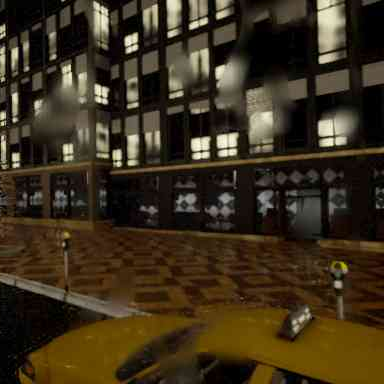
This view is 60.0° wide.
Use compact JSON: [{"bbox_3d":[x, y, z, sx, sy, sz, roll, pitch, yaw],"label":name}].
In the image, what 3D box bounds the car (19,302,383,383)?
[{"bbox_3d":[0.525,1.530,2.514,4.829,1.417,1.752,0,-1,35],"label":"car"}]
